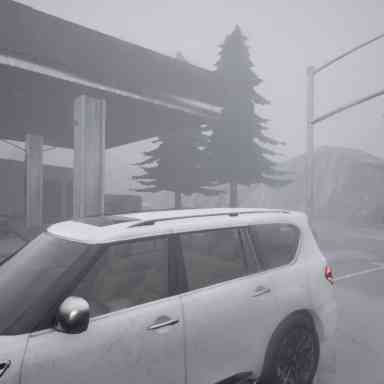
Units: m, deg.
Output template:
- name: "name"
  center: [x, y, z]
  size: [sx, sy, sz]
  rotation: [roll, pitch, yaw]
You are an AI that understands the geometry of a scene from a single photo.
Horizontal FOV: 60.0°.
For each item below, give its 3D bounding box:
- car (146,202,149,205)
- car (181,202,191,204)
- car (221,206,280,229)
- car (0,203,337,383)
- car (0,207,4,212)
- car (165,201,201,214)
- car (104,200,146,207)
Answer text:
- name: "car"
  center: [-6.511, 1.652, 40.240]
  size: [1.812, 1.442, 4.674]
  rotation: [1, 0, -35]
- name: "car"
  center: [-0.648, 1.720, 31.911]
  size: [1.812, 1.442, 4.674]
  rotation: [1, 0, -35]
- name: "car"
  center: [4.267, 1.816, 24.911]
  size: [1.994, 1.385, 4.181]
  rotation: [1, 0, -35]
- name: "car"
  center: [-0.746, 1.256, 3.520]
  size: [5.566, 2.045, 2.150]
  rotation: [-1, 0, -36]
- name: "car"
  center: [-11.583, 1.521, 18.528]
  size: [2.242, 1.667, 4.611]
  rotation: [1, 0, -36]
- name: "car"
  center: [-1.159, 1.795, 39.037]
  size: [1.895, 1.301, 4.718]
  rotation: [1, 0, -35]
- name: "car"
  center: [-4.453, 1.446, 18.318]
  size: [1.905, 1.878, 3.866]
  rotation: [1, 0, -36]
